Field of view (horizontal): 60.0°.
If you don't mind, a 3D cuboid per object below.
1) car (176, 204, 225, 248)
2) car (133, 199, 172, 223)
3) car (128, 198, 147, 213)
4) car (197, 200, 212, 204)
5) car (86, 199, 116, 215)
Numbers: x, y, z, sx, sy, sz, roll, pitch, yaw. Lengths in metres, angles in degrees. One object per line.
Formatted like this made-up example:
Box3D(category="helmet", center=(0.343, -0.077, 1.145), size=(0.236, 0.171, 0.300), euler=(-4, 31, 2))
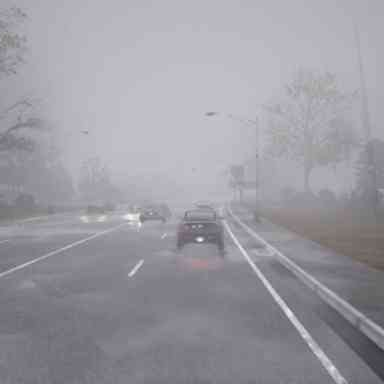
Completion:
Box3D(category="car", center=(0.372, 1.499, 14.634), size=(1.837, 1.490, 4.892), euler=(0, 0, 2))
Box3D(category="car", center=(-2.690, 1.536, 25.370), size=(2.033, 1.411, 5.357), euler=(0, 0, 3))
Box3D(category="car", center=(-5.637, 1.475, 36.749), size=(2.128, 1.511, 4.902), euler=(0, 0, 5))
Box3D(category="car", center=(1.176, 1.515, 31.280), size=(1.812, 1.442, 4.674), euler=(0, 0, 4))
Box3D(category="car", center=(-9.326, 1.458, 34.354), size=(1.882, 1.535, 5.008), euler=(0, 0, 4))
